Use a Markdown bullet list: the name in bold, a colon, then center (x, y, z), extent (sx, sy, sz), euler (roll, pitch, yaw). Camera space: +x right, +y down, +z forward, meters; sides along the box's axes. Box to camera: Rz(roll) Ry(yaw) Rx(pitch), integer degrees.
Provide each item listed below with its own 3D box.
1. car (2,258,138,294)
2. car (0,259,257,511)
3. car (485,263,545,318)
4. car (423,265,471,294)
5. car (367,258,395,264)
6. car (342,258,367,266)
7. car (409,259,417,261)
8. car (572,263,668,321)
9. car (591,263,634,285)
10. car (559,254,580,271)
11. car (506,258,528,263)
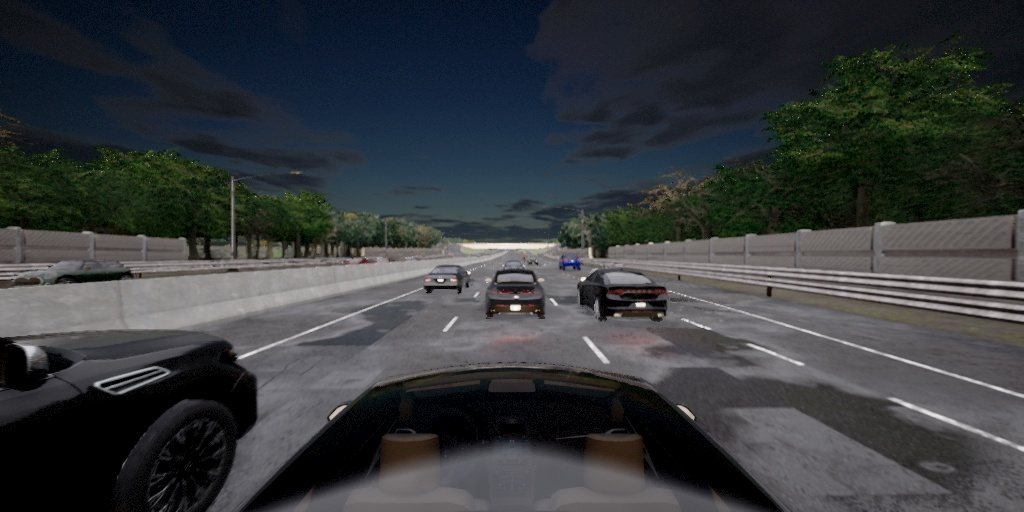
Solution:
- **car**: center (-24.418, 0.998, 20.176), extent (2.097, 1.767, 4.553), euler (0, 0, -2)
- **car**: center (-3.396, 0.978, 0.870), extent (2.150, 2.045, 5.566), euler (0, 0, 0)
- **car**: center (0.099, 1.189, 12.586), extent (1.837, 1.490, 4.892), euler (0, 1, 0)
- **car**: center (-3.399, 1.192, 19.521), extent (2.033, 1.411, 5.357), euler (0, 0, 0)
- **car**: center (-17.422, 0.992, 48.757), extent (1.882, 1.535, 5.008), euler (0, 0, 1)
- **car**: center (-20.917, 0.992, 48.829), extent (1.882, 1.535, 5.008), euler (0, 0, 1)
- **car**: center (-13.915, 1.074, 49.618), extent (1.994, 1.385, 4.181), euler (0, 0, 1)
- **car**: center (3.497, 1.163, 12.213), extent (1.882, 1.535, 5.008), euler (0, 0, 0)
- **car**: center (7.019, 1.213, 25.554), extent (1.895, 1.301, 4.718), euler (0, 0, 1)
- **car**: center (7.205, 0.740, 45.146), extent (2.150, 2.045, 5.566), euler (0, -1, 1)
- **car**: center (0.147, 1.131, 32.177), extent (2.033, 1.411, 5.357), euler (0, 0, 0)
